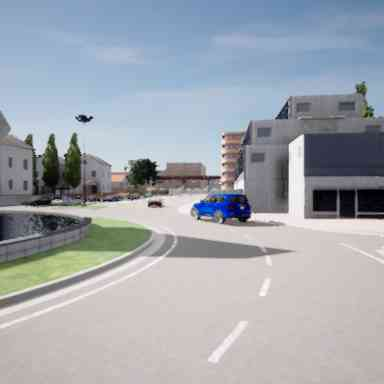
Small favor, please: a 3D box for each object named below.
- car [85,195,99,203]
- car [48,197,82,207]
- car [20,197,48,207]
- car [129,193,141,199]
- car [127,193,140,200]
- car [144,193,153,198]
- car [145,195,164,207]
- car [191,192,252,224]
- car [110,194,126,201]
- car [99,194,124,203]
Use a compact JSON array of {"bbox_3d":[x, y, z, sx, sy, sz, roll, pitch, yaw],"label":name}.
[{"bbox_3d":[-19.022,1.350,63.585,1.994,1.385,4.181,0,0,6],"label":"car"},{"bbox_3d":[-18.157,1.444,48.398,1.895,1.301,4.718,0,0,16],"label":"car"},{"bbox_3d":[-21.956,1.398,47.808,2.033,1.411,5.357,0,0,18],"label":"car"},{"bbox_3d":[-15.937,1.099,93.386,1.882,1.535,5.008,0,0,6],"label":"car"},{"bbox_3d":[-13.883,1.318,79.178,1.895,1.301,4.718,0,0,6],"label":"car"},{"bbox_3d":[-12.292,1.003,94.621,1.812,1.442,4.674,0,0,6],"label":"car"},{"bbox_3d":[-5.039,1.432,46.903,1.895,1.301,4.718,0,0,0],"label":"car"},{"bbox_3d":[2.010,1.129,24.030,2.150,2.045,5.566,0,0,-28],"label":"car"},{"bbox_3d":[-17.471,1.256,78.496,2.128,1.511,4.902,0,0,6],"label":"car"},{"bbox_3d":[-15.466,1.329,63.916,2.033,1.411,5.357,0,0,6],"label":"car"}]
